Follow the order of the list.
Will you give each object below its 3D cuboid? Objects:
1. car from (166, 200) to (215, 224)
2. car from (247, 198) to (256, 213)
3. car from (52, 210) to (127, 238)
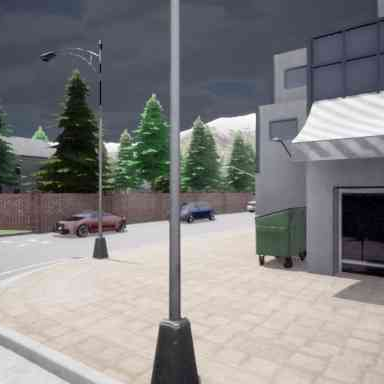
[{"bbox_3d":[-0.040,1.527,27.086,2.097,1.767,4.553,0,0,37],"label":"car"},{"bbox_3d":[8.487,1.399,38.561,2.150,2.045,5.566,0,0,37],"label":"car"},{"bbox_3d":[-5.827,1.739,19.270,1.994,1.385,4.181,0,0,37],"label":"car"}]
